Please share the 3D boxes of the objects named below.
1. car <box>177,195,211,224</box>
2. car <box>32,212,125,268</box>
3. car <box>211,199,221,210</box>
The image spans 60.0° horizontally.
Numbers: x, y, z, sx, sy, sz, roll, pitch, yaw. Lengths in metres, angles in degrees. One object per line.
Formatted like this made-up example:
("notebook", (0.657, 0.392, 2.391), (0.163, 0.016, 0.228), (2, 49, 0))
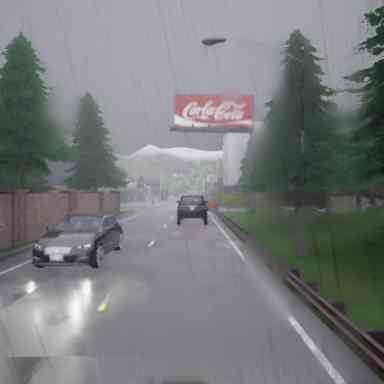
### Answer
("car", (0.041, 1.200, 24.785), (2.150, 2.045, 5.566), (0, 0, 1))
("car", (-3.579, 1.482, 11.268), (2.128, 1.511, 4.902), (0, 0, 0))
("car", (1.757, 1.478, 41.969), (2.097, 1.767, 4.553), (1, 1, 35))
